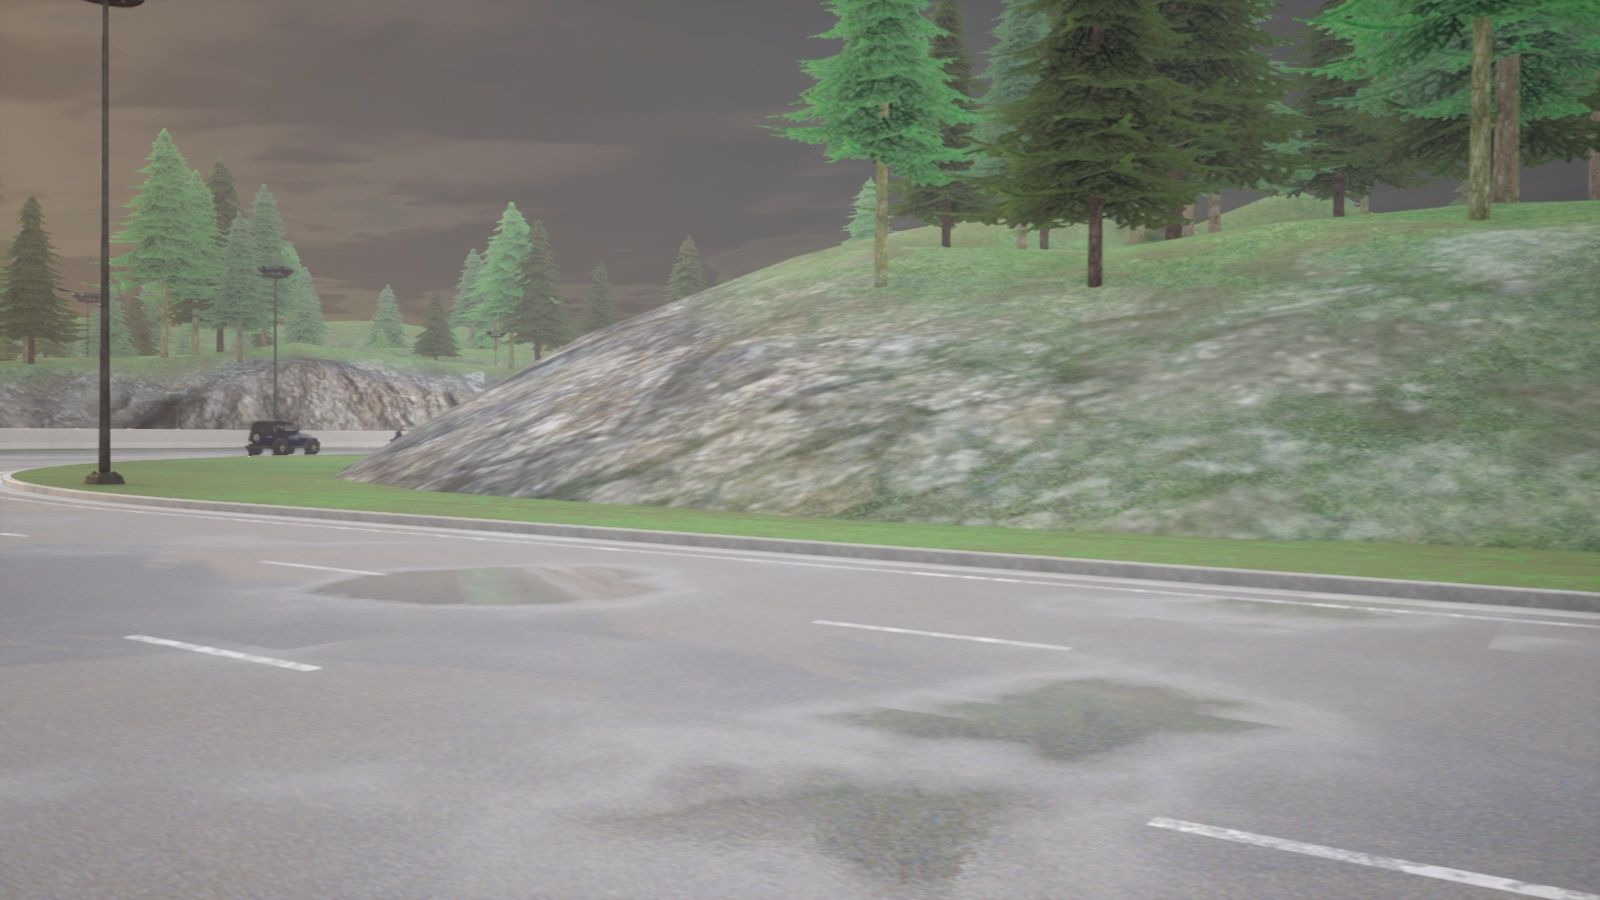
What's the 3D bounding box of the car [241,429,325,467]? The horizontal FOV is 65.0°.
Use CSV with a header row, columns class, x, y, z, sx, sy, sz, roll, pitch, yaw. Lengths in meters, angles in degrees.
class,x,y,z,sx,sy,sz,roll,pitch,yaw
car,-26.664,-0.116,64.860,1.905,1.878,3.866,0,1,19
